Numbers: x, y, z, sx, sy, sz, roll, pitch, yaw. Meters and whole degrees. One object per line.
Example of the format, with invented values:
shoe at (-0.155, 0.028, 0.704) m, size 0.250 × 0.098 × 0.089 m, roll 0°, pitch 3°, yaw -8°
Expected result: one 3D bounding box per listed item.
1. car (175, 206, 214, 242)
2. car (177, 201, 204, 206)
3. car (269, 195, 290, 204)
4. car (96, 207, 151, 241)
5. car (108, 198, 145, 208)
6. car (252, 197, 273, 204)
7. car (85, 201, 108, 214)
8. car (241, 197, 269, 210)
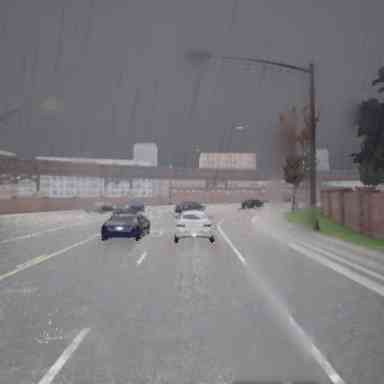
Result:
car at (0.105, 1.647, 16.877) m, size 1.812 × 1.442 × 4.674 m, roll 0°, pitch 0°, yaw 0°
car at (-0.106, 1.776, 38.712) m, size 2.033 × 1.411 × 5.357 m, roll -1°, pitch 0°, yaw 25°
car at (18.741, 1.486, 70.600) m, size 4.553 × 1.767 × 2.097 m, roll 0°, pitch -1°, yaw -33°
car at (-3.387, 1.690, 17.636) m, size 1.994 × 1.385 × 4.181 m, roll 0°, pitch 0°, yaw 0°
car at (-7.283, 1.632, 38.703) m, size 2.097 × 1.767 × 4.553 m, roll 0°, pitch 0°, yaw 20°
car at (15.396, 1.827, 72.632) m, size 4.674 × 1.442 × 1.812 m, roll 0°, pitch -1°, yaw -33°
car at (-10.684, 1.835, 39.582) m, size 1.812 × 1.442 × 4.674 m, roll -1°, pitch -1°, yaw 19°
car at (8.722, 1.696, 47.165) m, size 1.837 × 1.490 × 4.892 m, roll -3°, pitch -1°, yaw 36°
